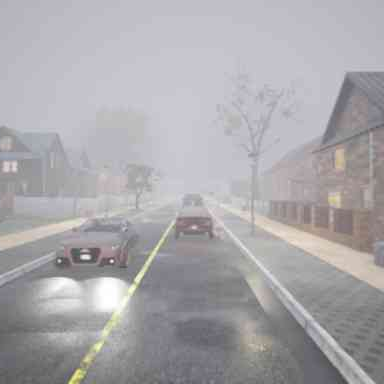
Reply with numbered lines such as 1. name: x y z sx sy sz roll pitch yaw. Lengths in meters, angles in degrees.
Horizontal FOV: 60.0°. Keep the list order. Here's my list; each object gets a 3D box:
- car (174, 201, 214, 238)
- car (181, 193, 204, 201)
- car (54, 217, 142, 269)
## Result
1. car: 0.091 1.444 17.523 1.882 1.535 5.008 0 0 0
2. car: 0.085 1.163 34.991 2.150 2.045 5.566 0 0 0
3. car: -2.854 1.542 10.905 1.994 1.385 4.181 0 0 0
